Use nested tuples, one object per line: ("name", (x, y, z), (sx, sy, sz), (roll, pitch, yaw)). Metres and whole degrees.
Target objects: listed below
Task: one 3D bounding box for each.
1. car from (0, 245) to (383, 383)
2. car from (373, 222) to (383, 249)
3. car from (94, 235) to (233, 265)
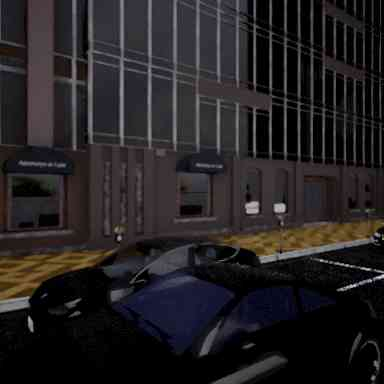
("car", (0.220, 1.552, 3.539), (4.181, 1.385, 1.994), (0, 0, -36))
("car", (8.663, 1.471, 12.754), (4.403, 1.369, 2.008), (0, 1, -36))
("car", (-0.591, 1.549, 6.135), (4.313, 1.339, 1.947), (0, 1, -36))
